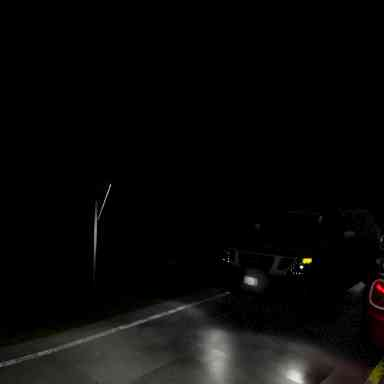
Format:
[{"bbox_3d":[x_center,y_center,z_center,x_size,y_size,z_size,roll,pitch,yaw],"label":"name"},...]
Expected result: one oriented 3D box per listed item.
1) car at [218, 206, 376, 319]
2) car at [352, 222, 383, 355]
[{"bbox_3d":[3.010,1.397,8.236,2.150,2.045,5.566,0,-1,43],"label":"car"},{"bbox_3d":[4.396,1.511,5.651,2.097,1.767,4.553,1,-1,37],"label":"car"}]
